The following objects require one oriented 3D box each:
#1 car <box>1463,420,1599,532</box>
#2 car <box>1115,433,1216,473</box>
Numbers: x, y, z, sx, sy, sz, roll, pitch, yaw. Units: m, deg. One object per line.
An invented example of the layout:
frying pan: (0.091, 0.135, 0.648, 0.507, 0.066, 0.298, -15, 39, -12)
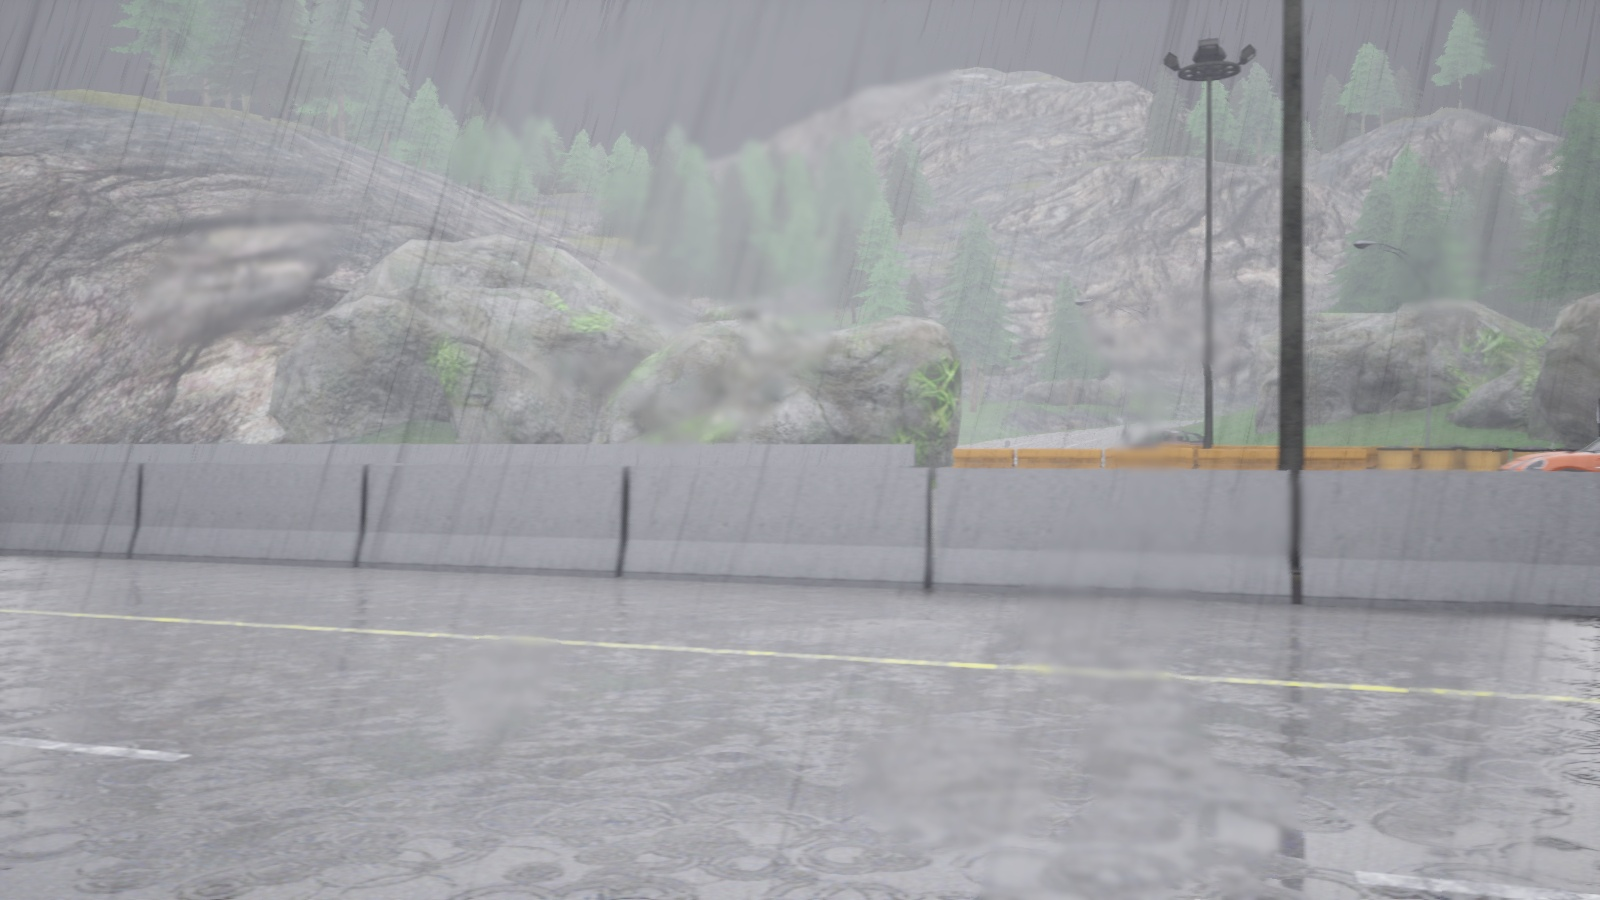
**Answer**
car: (13.691, 0.403, 20.739, 4.553, 1.767, 2.097, 0, 1, 19)
car: (14.203, 0.088, 49.035, 1.816, 1.474, 4.193, 0, 1, -16)
